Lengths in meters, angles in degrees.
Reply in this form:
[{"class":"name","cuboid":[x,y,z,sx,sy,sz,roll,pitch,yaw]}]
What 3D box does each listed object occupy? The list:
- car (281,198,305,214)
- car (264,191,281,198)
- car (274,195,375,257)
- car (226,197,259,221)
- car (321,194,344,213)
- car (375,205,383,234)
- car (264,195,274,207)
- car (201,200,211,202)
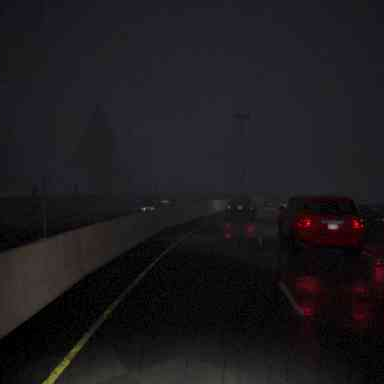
[{"class":"car","cuboid":[10.014,1.348,32.834,1.895,1.301,4.718,0,0,21]},{"class":"car","cuboid":[18.907,0.563,77.688,4.181,1.385,1.994,0,1,-44]},{"class":"car","cuboid":[4.662,1.124,12.733,2.150,2.045,5.566,0,0,8]},{"class":"car","cuboid":[3.928,1.148,25.504,2.097,1.767,4.553,0,0,15]},{"class":"car","cuboid":[14.686,1.091,34.837,2.097,1.767,4.553,0,1,23]},{"class":"car","cuboid":[8.862,1.371,16.336,2.128,1.511,4.902,0,0,10]},{"class":"car","cuboid":[10.460,1.174,42.240,1.837,1.490,4.892,0,0,26]},{"class":"car","cuboid":[2.725,0.942,50.456,2.097,1.767,4.553,0,1,29]}]
